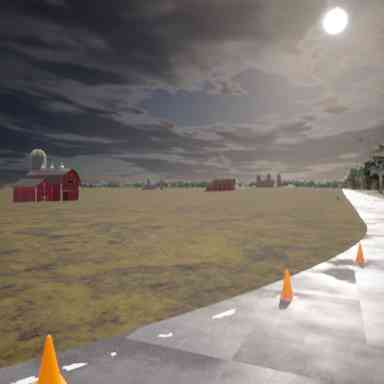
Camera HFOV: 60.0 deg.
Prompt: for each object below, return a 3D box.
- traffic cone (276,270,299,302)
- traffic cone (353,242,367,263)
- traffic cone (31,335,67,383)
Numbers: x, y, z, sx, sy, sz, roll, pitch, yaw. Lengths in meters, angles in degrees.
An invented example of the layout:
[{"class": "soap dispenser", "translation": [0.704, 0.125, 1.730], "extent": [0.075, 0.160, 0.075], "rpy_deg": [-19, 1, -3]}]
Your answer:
[{"class": "traffic cone", "translation": [1.966, 1.899, 6.863], "extent": [0.340, 0.580, 0.340], "rpy_deg": [-1, 1, -44]}, {"class": "traffic cone", "translation": [5.207, 1.857, 10.301], "extent": [0.340, 0.580, 0.340], "rpy_deg": [0, 1, 40]}, {"class": "traffic cone", "translation": [-1.633, 1.936, 3.802], "extent": [0.340, 0.580, 0.340], "rpy_deg": [-1, 1, -37]}]
